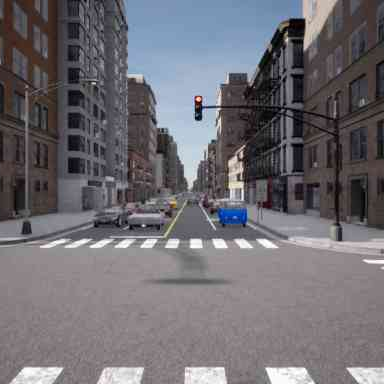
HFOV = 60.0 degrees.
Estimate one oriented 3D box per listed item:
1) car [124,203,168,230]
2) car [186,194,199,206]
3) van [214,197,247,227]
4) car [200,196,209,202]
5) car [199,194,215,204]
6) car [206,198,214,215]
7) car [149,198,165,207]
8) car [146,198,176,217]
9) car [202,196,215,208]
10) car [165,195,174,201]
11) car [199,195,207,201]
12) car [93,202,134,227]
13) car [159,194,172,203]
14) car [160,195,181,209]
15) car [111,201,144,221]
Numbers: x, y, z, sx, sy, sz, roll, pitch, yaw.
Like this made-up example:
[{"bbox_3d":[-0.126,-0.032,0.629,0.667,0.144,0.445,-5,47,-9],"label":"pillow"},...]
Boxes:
[{"bbox_3d":[-2.798,1.600,21.173,1.895,1.301,4.718,0,0,-1],"label":"car"},{"bbox_3d":[0.160,1.478,55.365,2.128,1.511,4.902,0,0,0],"label":"car"},{"bbox_3d":[2.660,1.340,22.467,1.690,1.788,3.998,0,0,0],"label":"van"},{"bbox_3d":[2.712,1.524,73.599,2.008,1.369,4.403,0,0,0],"label":"car"},{"bbox_3d":[2.689,1.305,50.874,2.192,1.841,5.009,0,0,0],"label":"car"},{"bbox_3d":[2.671,1.580,33.830,1.802,1.307,4.206,0,0,0],"label":"car"},{"bbox_3d":[-5.336,1.556,50.877,1.947,1.339,4.313,0,0,0],"label":"car"},{"bbox_3d":[-2.816,1.562,31.146,1.994,1.385,4.181,0,0,0],"label":"car"},{"bbox_3d":[2.683,1.576,45.193,1.802,1.307,4.206,0,0,0],"label":"car"},{"bbox_3d":[-5.307,1.409,79.285,1.967,1.590,4.097,0,0,0],"label":"car"},{"bbox_3d":[2.723,1.530,84.962,1.947,1.339,4.313,0,0,0],"label":"car"},{"bbox_3d":[-5.365,1.549,22.467,2.008,1.369,4.403,0,0,0],"label":"car"},{"bbox_3d":[-5.319,1.292,67.921,2.192,1.841,5.009,0,0,0],"label":"car"},{"bbox_3d":[-2.798,1.473,41.512,1.882,1.535,5.008,0,0,0],"label":"car"},{"bbox_3d":[-5.360,1.543,28.148,1.887,1.381,4.507,0,0,0],"label":"car"}]
